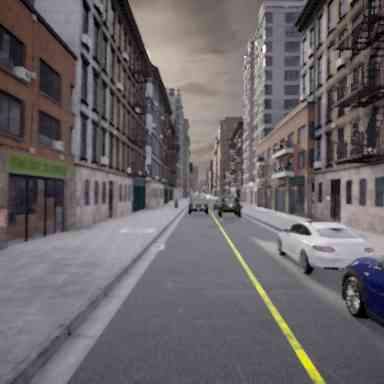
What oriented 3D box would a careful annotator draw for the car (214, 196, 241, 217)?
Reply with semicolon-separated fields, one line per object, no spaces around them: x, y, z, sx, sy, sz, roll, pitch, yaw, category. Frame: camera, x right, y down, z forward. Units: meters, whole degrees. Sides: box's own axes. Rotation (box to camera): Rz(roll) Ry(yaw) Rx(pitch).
3.690;1.401;33.703;2.150;2.045;5.566;1;0;2;car

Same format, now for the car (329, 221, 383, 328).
3.955;1.424;4.711;2.097;1.767;4.553;1;0;1;car

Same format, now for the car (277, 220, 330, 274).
4.080;1.626;10.738;1.812;1.442;4.674;1;0;1;car

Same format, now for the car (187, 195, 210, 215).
0.714;1.368;36.082;2.150;2.045;5.566;1;0;1;car
